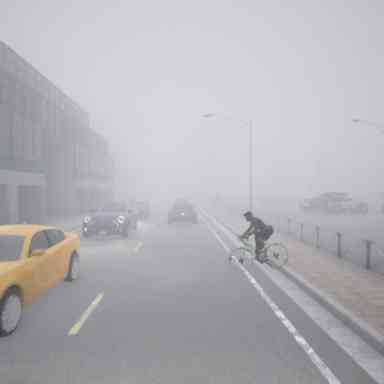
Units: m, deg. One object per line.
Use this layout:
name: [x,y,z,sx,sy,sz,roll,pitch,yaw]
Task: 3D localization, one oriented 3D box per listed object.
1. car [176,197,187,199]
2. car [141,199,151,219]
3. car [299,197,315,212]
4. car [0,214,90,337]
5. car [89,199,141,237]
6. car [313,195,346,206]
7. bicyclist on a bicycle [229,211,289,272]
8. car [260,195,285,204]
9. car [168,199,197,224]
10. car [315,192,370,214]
car: [-1.284,1.350,41.012,2.033,1.411,5.357,0,0,-2]
car: [-4.491,1.360,27.732,2.128,1.511,4.902,0,0,-2]
car: [12.704,0.950,31.899,4.605,1.855,1.932,0,0,-2]
car: [-3.787,1.447,6.767,1.882,1.535,5.008,0,0,-2]
car: [-4.158,1.270,17.463,2.097,1.767,4.553,0,0,-2]
car: [19.717,1.156,47.757,3.806,1.475,1.970,0,0,-2]
bicyclist on a bicycle: [1.775,1.334,9.067,1.656,1.620,0.582,-7,0,-2]
car: [12.197,1.138,50.478,3.633,1.501,1.845,0,0,-2]
car: [-0.680,1.448,23.985,1.994,1.385,4.181,0,0,-2]
car: [13.217,0.943,29.010,3.866,1.878,1.905,0,0,-2]
